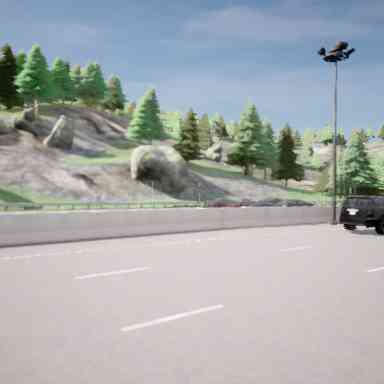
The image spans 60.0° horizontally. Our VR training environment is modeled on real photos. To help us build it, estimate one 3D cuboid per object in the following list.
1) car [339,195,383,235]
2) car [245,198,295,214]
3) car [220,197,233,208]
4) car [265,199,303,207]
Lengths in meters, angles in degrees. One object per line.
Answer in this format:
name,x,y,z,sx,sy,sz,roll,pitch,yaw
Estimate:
car,10.873,1.221,19.034,5.566,2.045,2.150,0,0,-30
car,7.869,1.366,33.482,4.892,1.490,1.837,1,0,-28
car,5.601,1.376,36.227,4.181,1.385,1.994,1,0,-29
car,8.695,1.372,29.951,5.008,1.535,1.882,0,0,-29
